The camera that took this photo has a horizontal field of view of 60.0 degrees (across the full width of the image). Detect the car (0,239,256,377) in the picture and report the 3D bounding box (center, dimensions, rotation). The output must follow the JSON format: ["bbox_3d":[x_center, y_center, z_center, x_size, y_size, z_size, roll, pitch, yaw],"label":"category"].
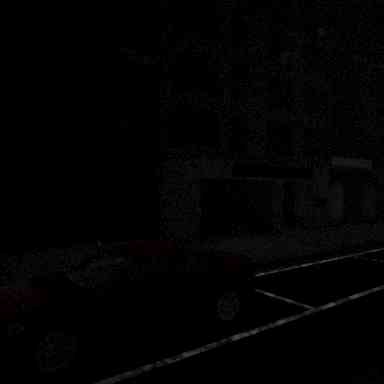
[{"bbox_3d":[-0.920,1.542,5.532,4.507,1.381,1.887,0,0,-35],"label":"car"}]
